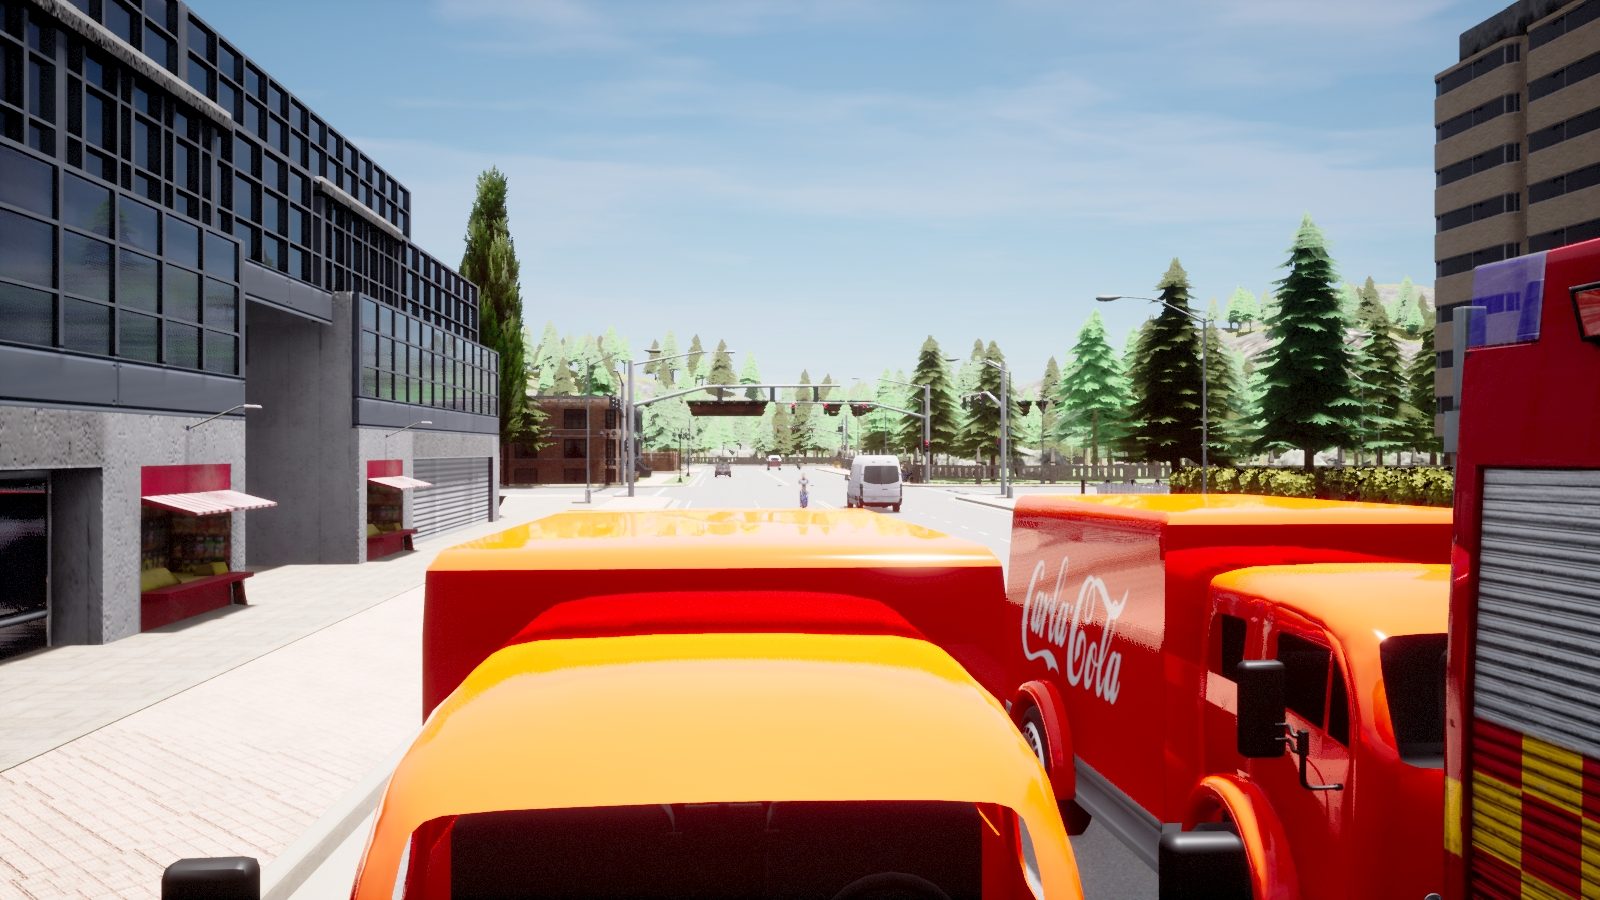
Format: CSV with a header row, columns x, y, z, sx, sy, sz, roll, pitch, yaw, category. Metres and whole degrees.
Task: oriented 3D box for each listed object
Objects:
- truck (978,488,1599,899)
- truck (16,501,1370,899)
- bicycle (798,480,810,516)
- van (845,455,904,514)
x,y,z,sx,sy,sz,roll,pitch,yaw,category
3.003,1.568,7.234,2.627,2.467,5.204,0,0,-4,truck
-0.347,1.568,4.821,2.627,2.467,5.204,0,0,-4,truck
0.171,2.056,49.320,0.373,1.496,1.643,0,0,-4,bicycle
3.411,1.534,53.444,1.988,2.561,5.915,0,0,-4,van
